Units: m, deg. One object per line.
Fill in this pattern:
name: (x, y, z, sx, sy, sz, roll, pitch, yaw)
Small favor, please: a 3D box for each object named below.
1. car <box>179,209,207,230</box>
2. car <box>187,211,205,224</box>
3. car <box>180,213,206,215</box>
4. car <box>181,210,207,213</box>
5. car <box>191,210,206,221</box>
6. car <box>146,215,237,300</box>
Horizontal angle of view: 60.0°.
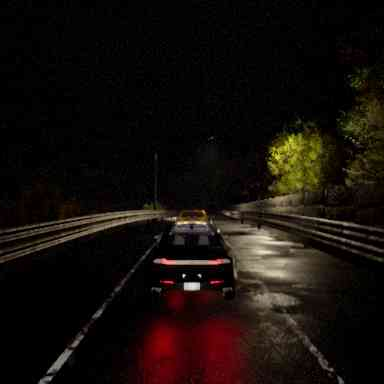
car: (0.143, 2.186, 27.360, 2.128, 1.511, 4.902, 0, -3, 1)
car: (0.517, 2.781, 36.222, 1.895, 1.301, 4.718, 0, -3, 2)
car: (-0.012, 1.787, 14.253, 1.895, 1.301, 4.718, 0, -2, 0)
car: (0.026, 1.858, 20.261, 1.882, 1.535, 5.008, 0, -2, 1)
car: (0.966, 3.189, 45.623, 1.882, 1.535, 5.008, 0, -3, 3)
car: (-0.006, 1.558, 8.527, 2.128, 1.511, 4.902, 0, -1, 0)
